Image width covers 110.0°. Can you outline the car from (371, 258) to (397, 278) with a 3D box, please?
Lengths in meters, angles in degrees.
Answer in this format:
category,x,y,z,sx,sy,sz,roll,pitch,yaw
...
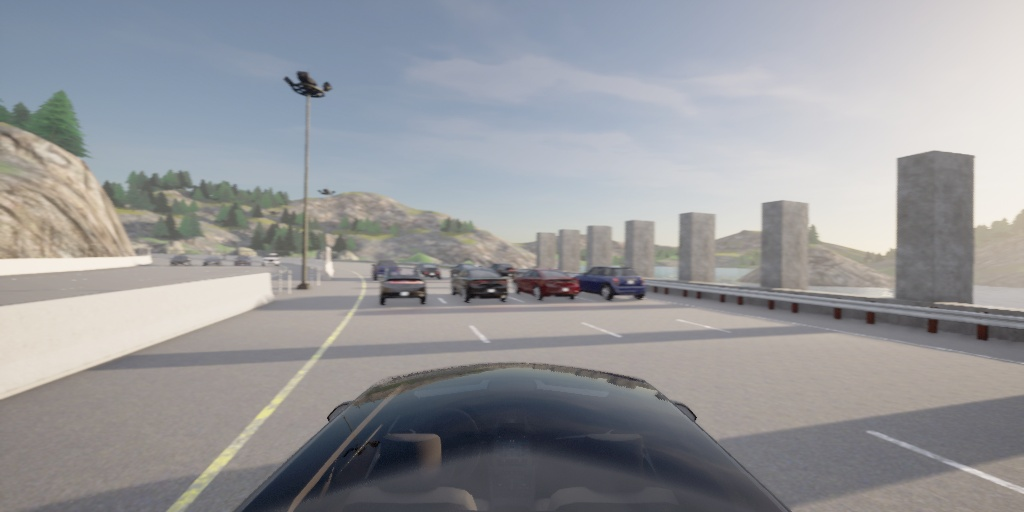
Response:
category,x,y,z,sx,sy,sz,roll,pitch,yaw
car,-10.637,1.071,30.190,2.097,1.767,4.553,1,-1,-24

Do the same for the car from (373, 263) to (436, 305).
category,x,y,z,sx,sy,sz,roll,pitch,yaw
car,-4.946,1.236,16.078,2.128,1.511,4.902,1,0,-20

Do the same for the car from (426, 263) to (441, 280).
category,x,y,z,sx,sy,sz,roll,pitch,yaw
car,-7.573,1.314,31.891,1.812,1.442,4.674,1,0,-25

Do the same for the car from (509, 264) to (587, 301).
category,x,y,z,sx,sy,sz,roll,pitch,yaw
car,1.587,1.357,18.589,1.882,1.535,5.008,1,0,-20

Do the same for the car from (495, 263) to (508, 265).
category,x,y,z,sx,sy,sz,roll,pitch,yaw
car,-1.164,1.432,34.708,1.837,1.490,4.892,1,0,-25

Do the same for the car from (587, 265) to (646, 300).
category,x,y,z,sx,sy,sz,roll,pitch,yaw
car,5.027,1.298,19.379,2.097,1.767,4.553,1,-1,-20

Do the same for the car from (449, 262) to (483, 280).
category,x,y,z,sx,sy,sz,roll,pitch,yaw
car,-4.383,1.382,33.331,1.812,1.442,4.674,1,0,-24

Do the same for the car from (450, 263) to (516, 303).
category,x,y,z,sx,sy,sz,roll,pitch,yaw
car,-1.704,1.289,17.401,1.882,1.535,5.008,1,0,-20
